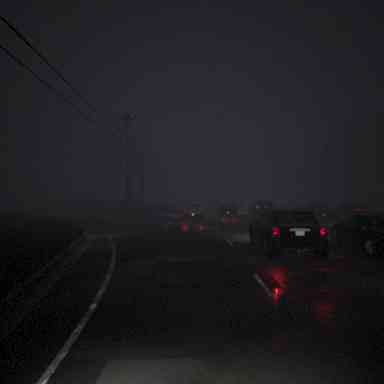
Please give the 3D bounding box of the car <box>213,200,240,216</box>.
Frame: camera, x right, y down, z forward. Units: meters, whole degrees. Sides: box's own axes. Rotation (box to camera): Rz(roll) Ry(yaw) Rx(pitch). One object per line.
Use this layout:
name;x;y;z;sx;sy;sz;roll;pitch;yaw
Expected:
car;3.591;1.774;35.357;1.895;1.301;4.718;0;0;0

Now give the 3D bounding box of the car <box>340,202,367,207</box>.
car;14.092;1.649;29.762;1.837;1.490;4.892;0;0;0

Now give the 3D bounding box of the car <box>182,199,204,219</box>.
car;0.089;1.674;30.300;1.812;1.442;4.674;0;0;0

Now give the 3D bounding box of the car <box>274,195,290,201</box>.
car;14.085;1.480;53.478;2.150;2.045;5.566;0;0;0

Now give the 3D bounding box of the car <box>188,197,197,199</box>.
car;0.086;1.614;53.643;2.097;1.767;4.553;0;0;0

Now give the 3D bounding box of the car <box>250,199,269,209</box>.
car;10.586;1.855;52.469;1.895;1.301;4.718;0;0;0

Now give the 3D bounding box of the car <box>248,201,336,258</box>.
car;3.596;1.415;13.194;2.097;1.767;4.553;0;0;0

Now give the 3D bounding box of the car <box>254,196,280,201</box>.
car;7.091;1.517;33.901;2.097;1.767;4.553;0;0;0

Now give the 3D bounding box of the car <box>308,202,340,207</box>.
car;10.592;1.632;29.012;2.128;1.511;4.902;0;0;0

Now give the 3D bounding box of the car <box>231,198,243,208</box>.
car;7.085;1.756;54.371;2.128;1.511;4.902;0;0;0

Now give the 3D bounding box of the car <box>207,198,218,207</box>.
car;3.586;1.796;55.376;1.812;1.442;4.674;0;0;0

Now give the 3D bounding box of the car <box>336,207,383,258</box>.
car;7.097;1.567;12.976;1.837;1.490;4.892;0;0;0
